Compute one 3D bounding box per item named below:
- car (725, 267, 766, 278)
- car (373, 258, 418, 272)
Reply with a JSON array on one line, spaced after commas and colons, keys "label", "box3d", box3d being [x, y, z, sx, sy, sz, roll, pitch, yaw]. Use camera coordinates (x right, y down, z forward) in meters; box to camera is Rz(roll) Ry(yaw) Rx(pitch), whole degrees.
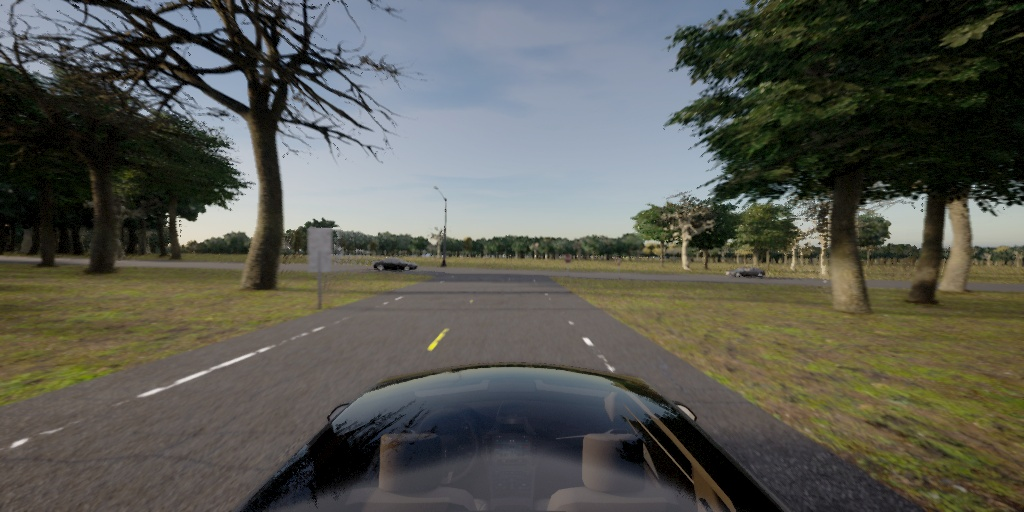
[{"label": "car", "box3d": [31.509, 2.211, 48.382, 4.902, 1.511, 2.128, 1, 1, 0]}, {"label": "car", "box3d": [-13.482, 0.998, 41.614, 5.008, 1.535, 1.882, 1, 1, 0]}]
